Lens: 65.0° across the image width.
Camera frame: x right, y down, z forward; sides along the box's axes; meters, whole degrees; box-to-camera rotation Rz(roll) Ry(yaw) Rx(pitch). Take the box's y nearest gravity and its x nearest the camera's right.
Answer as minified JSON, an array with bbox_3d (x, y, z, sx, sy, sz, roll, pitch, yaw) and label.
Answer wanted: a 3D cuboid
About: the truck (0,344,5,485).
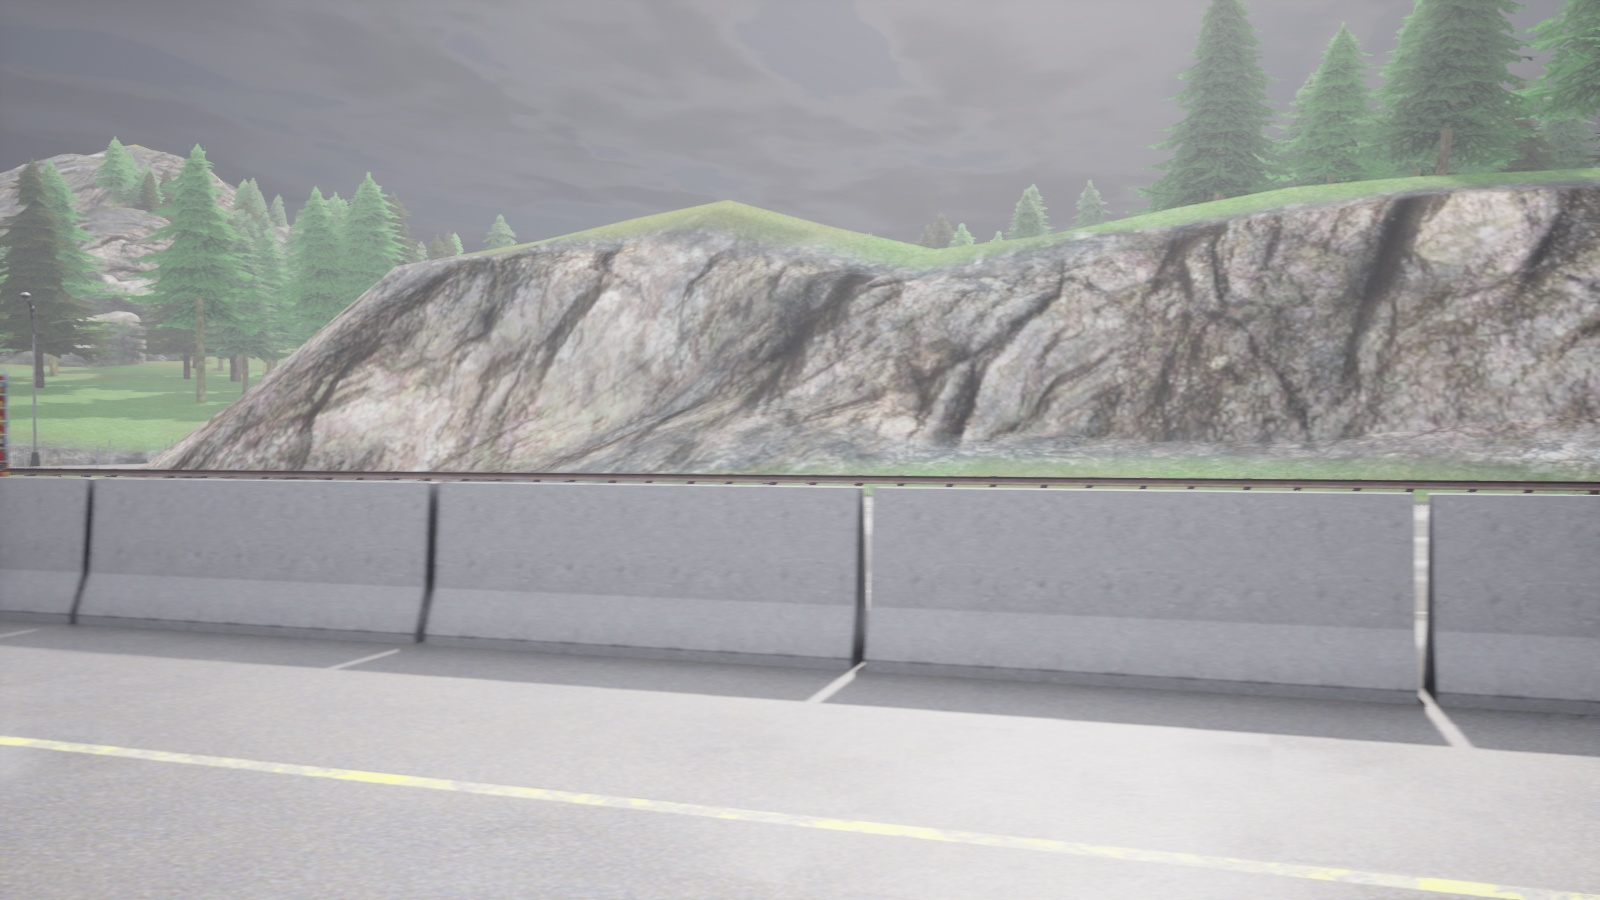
[{"bbox_3d":[-26.115,-0.983,34.113,8.468,3.827,2.891,1,1,18],"label":"truck"}]
